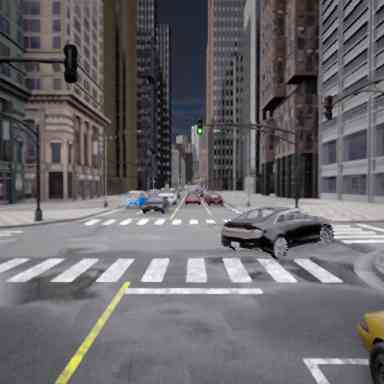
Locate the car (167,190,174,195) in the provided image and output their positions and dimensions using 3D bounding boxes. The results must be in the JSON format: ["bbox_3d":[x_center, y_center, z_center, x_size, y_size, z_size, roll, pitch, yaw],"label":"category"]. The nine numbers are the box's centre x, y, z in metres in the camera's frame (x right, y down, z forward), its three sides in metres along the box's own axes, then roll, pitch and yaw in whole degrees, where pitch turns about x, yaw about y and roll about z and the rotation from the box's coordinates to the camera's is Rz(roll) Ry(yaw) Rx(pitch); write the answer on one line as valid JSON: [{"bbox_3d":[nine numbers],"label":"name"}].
[{"bbox_3d":[-5.742,0.116,89.477,1.752,1.417,4.829,0,1,0],"label":"car"}]

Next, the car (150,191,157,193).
[{"bbox_3d":[-5.765,0.902,39.929,1.887,1.381,4.507,0,1,0],"label":"car"}]

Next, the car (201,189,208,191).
[{"bbox_3d":[2.791,0.624,56.652,1.752,1.417,4.829,0,1,0],"label":"car"}]

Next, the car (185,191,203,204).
[{"bbox_3d":[0.115,0.868,43.391,1.994,1.385,4.181,0,1,0],"label":"car"}]

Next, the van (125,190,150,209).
[{"bbox_3d":[-5.769,0.785,34.401,1.690,1.788,3.998,0,1,0],"label":"van"}]

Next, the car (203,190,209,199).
[{"bbox_3d":[2.790,0.817,45.433,1.887,1.381,4.507,0,1,0],"label":"car"}]

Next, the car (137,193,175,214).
[{"bbox_3d":[-3.052,1.074,29.191,2.033,1.411,5.357,0,1,3],"label":"car"}]

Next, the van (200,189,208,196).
[{"bbox_3d":[2.792,0.100,78.578,1.690,1.788,3.998,0,1,0],"label":"van"}]

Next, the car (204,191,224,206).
[{"bbox_3d":[2.790,0.903,39.908,1.887,1.381,4.507,0,1,0],"label":"car"}]

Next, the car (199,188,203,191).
[{"bbox_3d":[2.792,0.475,67.532,1.887,1.381,4.507,0,1,0],"label":"car"}]

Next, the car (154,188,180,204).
[{"bbox_3d":[-3.069,0.557,41.476,2.150,2.045,5.566,0,1,1],"label":"car"}]

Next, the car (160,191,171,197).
[{"bbox_3d":[-5.750,0.395,73.075,2.008,1.369,4.403,0,1,0],"label":"car"}]

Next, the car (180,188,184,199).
[{"bbox_3d":[-2.996,0.550,60.214,1.837,1.490,4.892,0,0,0],"label":"car"}]

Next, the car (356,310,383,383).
[{"bbox_3d":[2.767,1.491,1.989,1.752,1.417,4.829,0,1,0],"label":"car"}]

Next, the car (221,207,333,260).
[{"bbox_3d":[3.124,1.262,11.682,4.902,1.511,2.128,-3,2,-42],"label":"car"}]

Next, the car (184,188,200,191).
[{"bbox_3d":[0.022,0.415,69.199,2.128,1.511,4.902,0,1,0],"label":"car"}]
